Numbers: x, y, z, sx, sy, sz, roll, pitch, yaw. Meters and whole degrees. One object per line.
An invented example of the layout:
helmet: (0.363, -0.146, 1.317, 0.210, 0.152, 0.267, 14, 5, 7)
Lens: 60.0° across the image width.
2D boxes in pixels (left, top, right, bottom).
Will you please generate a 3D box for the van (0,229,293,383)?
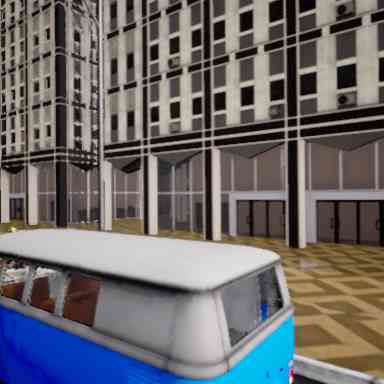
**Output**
van: (-0.960, 1.366, 3.562, 3.998, 1.788, 1.690, -1, -1, 35)
